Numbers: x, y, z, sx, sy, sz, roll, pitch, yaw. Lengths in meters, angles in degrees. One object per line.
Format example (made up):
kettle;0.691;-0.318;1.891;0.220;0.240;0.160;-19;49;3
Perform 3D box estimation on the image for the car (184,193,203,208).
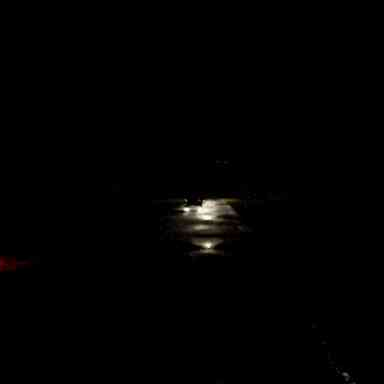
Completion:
car;0.207;0.940;40.747;2.097;1.767;4.553;0;1;4
